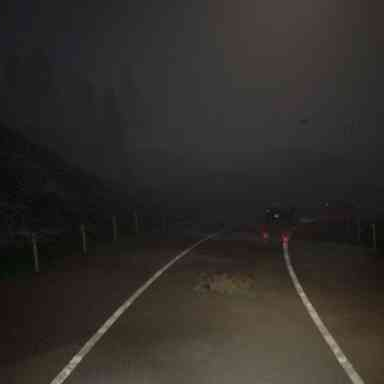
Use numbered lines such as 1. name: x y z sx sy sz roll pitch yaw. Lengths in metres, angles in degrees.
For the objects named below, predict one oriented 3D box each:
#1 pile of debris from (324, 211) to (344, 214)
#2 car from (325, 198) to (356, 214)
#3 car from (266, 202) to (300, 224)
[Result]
1. pile of debris: 16.062 2.278 37.658 1.860 0.140 1.500 1 3 -45
2. car: 17.200 1.497 38.263 4.553 1.767 2.097 2 3 -45
3. car: 6.772 1.459 24.551 1.812 1.442 4.674 3 1 27
